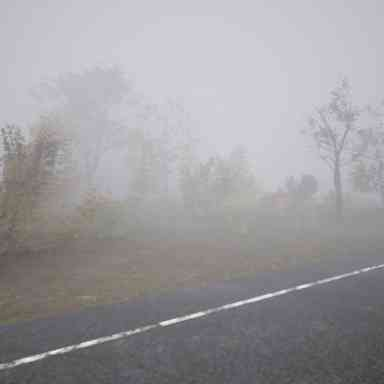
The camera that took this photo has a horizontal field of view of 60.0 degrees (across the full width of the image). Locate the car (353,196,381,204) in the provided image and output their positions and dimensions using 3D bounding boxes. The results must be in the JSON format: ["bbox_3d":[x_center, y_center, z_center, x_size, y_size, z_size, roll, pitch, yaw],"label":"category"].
[{"bbox_3d":[32.198,1.403,62.255,2.033,1.411,5.357,0,0,-37],"label":"car"}]

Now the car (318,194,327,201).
[{"bbox_3d":[29.838,1.264,76.942,1.882,1.535,5.008,0,0,-37],"label":"car"}]
